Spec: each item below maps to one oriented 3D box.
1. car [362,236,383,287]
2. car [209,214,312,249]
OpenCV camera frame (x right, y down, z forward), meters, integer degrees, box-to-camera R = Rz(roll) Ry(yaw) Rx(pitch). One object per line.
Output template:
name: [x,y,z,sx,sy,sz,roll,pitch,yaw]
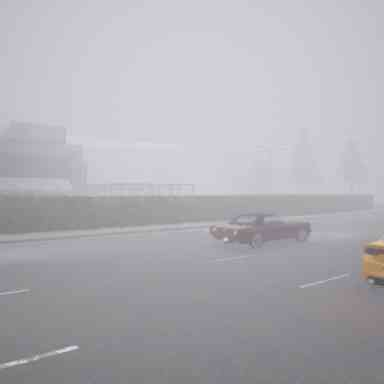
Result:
car: [6.135,1.477,8.113,5.008,1.535,1.882,0,0,-35]
car: [3.142,1.601,14.575,4.718,1.301,1.895,0,0,-35]
